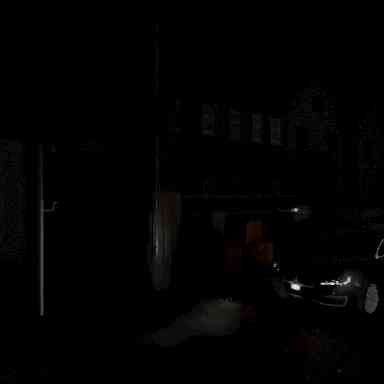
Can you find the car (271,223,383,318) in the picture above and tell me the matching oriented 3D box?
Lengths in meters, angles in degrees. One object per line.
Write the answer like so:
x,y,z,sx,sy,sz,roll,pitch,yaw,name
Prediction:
3.831,1.504,7.523,4.892,1.490,1.837,1,0,-37,car
